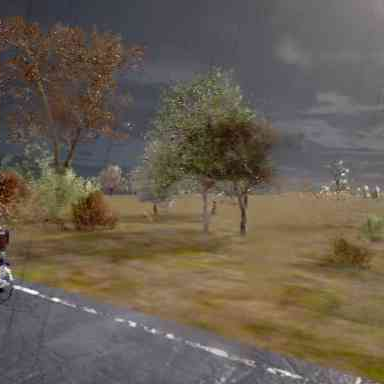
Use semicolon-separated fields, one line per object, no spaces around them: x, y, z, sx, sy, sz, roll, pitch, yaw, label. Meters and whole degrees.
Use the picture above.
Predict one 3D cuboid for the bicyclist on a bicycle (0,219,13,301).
-4.470;1.444;7.406;1.843;1.776;0.659;0;-1;35;bicyclist on a bicycle
